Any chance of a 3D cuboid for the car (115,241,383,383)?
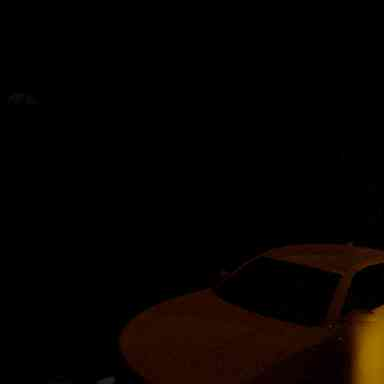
[{"bbox_3d":[1.541,1.456,4.168,5.008,1.535,1.882,0,0,-35],"label":"car"}]
